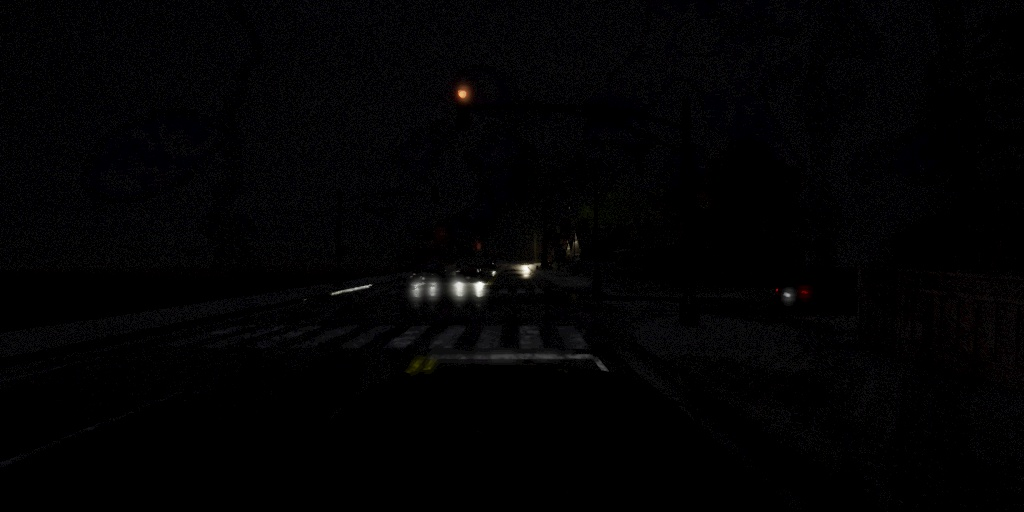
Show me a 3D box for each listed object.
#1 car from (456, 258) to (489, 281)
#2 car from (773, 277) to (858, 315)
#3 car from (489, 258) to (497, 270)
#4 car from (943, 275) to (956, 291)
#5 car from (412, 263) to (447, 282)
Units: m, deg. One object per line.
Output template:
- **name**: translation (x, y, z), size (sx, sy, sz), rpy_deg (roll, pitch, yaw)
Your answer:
- **car**: translation (-3.343, 1.107, 29.712), size (2.097, 1.767, 4.553), rpy_deg (0, 0, 0)
- **car**: translation (12.480, 1.497, 13.682), size (4.181, 1.385, 1.994), rpy_deg (1, -2, -2)
- **car**: translation (-3.322, 1.109, 50.936), size (2.097, 1.767, 4.553), rpy_deg (0, 0, 0)
- **car**: translation (20.060, 1.620, 16.815), size (5.008, 1.535, 1.882), rpy_deg (1, -2, -2)
- **car**: translation (-6.595, 1.302, 29.382), size (2.033, 1.411, 5.357), rpy_deg (0, 0, 0)
